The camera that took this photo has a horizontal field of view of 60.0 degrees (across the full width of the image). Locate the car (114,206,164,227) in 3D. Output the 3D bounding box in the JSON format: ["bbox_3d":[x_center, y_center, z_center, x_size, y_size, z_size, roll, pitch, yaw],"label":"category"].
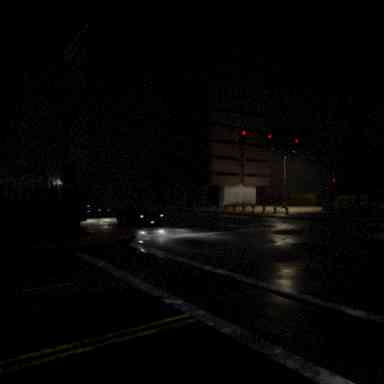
[{"bbox_3d":[-3.796,1.657,23.504,1.895,1.301,4.718,0,0,-34],"label":"car"}]

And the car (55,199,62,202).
[{"bbox_3d":[-15.894,1.603,40.588,2.033,1.411,5.357,0,0,-35],"label":"car"}]

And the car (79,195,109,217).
[{"bbox_3d":[-9.925,1.278,32.193,2.150,2.045,5.566,0,0,-36],"label":"car"}]

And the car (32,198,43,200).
[{"bbox_3d":[-24.702,1.678,53.109,1.895,1.301,4.718,0,0,-35],"label":"car"}]
